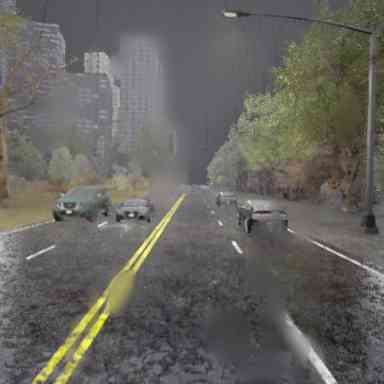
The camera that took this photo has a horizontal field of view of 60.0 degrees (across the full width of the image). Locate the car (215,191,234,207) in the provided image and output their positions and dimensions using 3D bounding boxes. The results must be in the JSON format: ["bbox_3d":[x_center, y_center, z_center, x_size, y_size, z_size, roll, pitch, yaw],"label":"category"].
[{"bbox_3d":[3.389,0.685,33.660,2.128,1.511,4.902,0,1,0],"label":"car"}]

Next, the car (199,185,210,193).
[{"bbox_3d":[3.452,-0.619,80.804,2.128,1.511,4.902,0,2,1],"label":"car"}]

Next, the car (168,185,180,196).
[{"bbox_3d":[-3.226,-0.338,60.567,2.097,1.767,4.553,0,6,0],"label":"car"}]

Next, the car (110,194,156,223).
[{"bbox_3d":[-3.329,1.033,20.276,1.994,1.385,4.181,1,2,0],"label":"car"}]

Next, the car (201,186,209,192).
[{"bbox_3d":[3.574,-0.915,91.804,2.128,1.511,4.902,0,2,1],"label":"car"}]

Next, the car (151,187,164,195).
[{"bbox_3d":[-6.510,-0.229,62.507,1.812,1.442,4.674,-2,3,2],"label":"car"}]

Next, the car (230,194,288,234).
[{"bbox_3d":[3.380,1.117,16.631,2.128,1.511,4.902,1,2,0],"label":"car"}]

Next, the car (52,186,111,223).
[{"bbox_3d":[-6.575,0.640,20.539,2.150,2.045,5.566,1,2,0],"label":"car"}]
